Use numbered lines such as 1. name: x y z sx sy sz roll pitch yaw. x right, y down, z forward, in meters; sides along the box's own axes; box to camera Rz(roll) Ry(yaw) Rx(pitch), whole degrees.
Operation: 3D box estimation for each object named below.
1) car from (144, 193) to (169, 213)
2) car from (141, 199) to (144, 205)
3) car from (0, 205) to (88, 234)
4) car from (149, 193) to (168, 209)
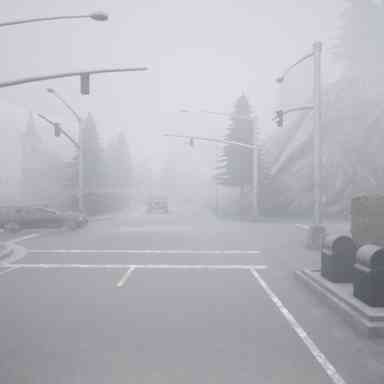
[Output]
1. car: -3.756 1.221 37.202 2.150 2.045 5.566 0 0 -2
2. car: -7.458 1.564 57.167 1.994 1.385 4.181 0 0 -20
3. car: -8.458 1.492 18.862 4.902 1.511 2.128 0 0 -16
4. car: -4.814 1.221 47.490 2.150 2.045 5.566 0 0 -11
